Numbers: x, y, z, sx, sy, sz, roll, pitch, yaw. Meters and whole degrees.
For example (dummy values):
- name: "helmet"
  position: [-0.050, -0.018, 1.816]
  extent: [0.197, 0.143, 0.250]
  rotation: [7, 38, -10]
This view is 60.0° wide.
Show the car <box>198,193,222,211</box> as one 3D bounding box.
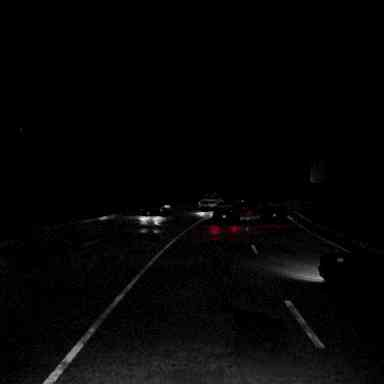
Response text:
- name: "car"
  position: [2.331, 1.187, 40.242]
  extent: [2.150, 2.045, 5.566]
  rotation: [0, 0, 16]

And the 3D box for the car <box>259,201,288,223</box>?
- name: "car"
  position: [6.297, 1.472, 25.921]
  extent: [1.882, 1.535, 5.008]
  rotation: [0, 0, 11]

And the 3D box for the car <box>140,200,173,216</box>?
- name: "car"
  position: [-3.317, 1.503, 32.343]
  extent: [2.033, 1.411, 5.357]
  rotation: [0, 0, 13]

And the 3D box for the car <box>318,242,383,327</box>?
- name: "car"
  position: [3.801, 1.550, 5.463]
  extent: [2.033, 1.411, 5.357]
  rotation: [0, 0, 3]

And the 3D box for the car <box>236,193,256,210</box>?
- name: "car"
  position: [6.876, 1.200, 42.473]
  extent: [2.150, 2.045, 5.566]
  rotation: [0, 0, 17]

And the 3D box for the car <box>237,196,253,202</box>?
- name: "car"
  position: [11.415, 1.472, 71.606]
  extent: [1.895, 1.301, 4.718]
  rotation: [0, 0, 28]

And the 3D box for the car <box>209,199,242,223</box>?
- name: "car"
  position: [2.640, 1.509, 25.421]
  extent: [1.812, 1.442, 4.674]
  rotation: [0, 0, 10]
